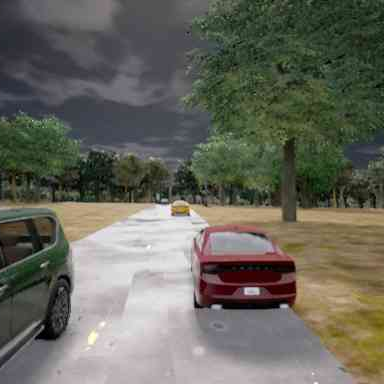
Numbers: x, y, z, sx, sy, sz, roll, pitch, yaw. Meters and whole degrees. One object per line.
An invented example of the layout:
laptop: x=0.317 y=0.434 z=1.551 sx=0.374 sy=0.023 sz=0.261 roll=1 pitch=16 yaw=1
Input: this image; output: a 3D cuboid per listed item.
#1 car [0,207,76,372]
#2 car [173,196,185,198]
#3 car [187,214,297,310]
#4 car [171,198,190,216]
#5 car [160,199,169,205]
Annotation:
car: x=-3.077 y=1.240 z=3.640 sx=2.150 sy=2.045 sz=5.566 roll=0 pitch=0 yaw=-1
car: x=-1.774 y=1.562 z=46.227 sx=2.150 sy=2.045 sz=5.566 roll=0 pitch=-1 yaw=-3
car: x=0.934 y=1.513 z=8.018 sx=1.882 sy=1.535 sz=5.008 roll=0 pitch=0 yaw=-1
car: x=-1.248 y=1.708 z=35.717 sx=1.882 sy=1.535 sz=5.008 roll=0 pitch=-1 yaw=-3
car: x=-6.247 y=2.271 z=75.817 sx=1.882 sy=1.535 sz=5.008 roll=0 pitch=-1 yaw=-3
